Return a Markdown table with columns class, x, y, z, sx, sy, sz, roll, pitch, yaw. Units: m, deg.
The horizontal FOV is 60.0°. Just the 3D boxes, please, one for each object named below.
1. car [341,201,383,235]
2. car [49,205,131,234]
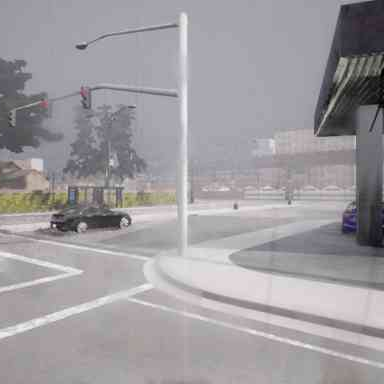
| class | x | y | z | sx | sy | sz | roll | pitch | yaw |
| --- | --- | --- | --- | --- | --- | --- | --- | --- | --- |
| car | 9.490 | 1.295 | 17.698 | 2.242 | 1.667 | 4.611 | 0 | 0 | 37 |
| car | -5.675 | 1.505 | 19.216 | 1.837 | 1.490 | 4.892 | 1 | 0 | 37 |
